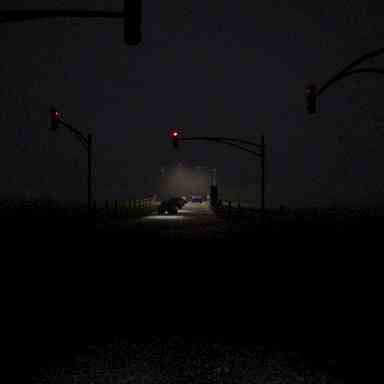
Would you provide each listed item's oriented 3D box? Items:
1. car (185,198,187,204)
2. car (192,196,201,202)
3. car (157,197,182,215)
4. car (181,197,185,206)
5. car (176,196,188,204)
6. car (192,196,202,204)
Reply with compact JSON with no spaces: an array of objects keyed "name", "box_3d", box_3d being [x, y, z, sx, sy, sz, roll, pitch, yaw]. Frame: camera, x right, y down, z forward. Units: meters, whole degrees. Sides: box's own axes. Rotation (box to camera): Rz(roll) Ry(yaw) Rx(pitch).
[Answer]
[{"name":"car","box_3d":[-2.104,1.560,53.794,2.033,1.411,5.357,0,0,1]},{"name":"car","box_3d":[1.090,1.617,75.940,1.895,1.301,4.718,0,0,1]},{"name":"car","box_3d":[-2.402,1.553,34.169,2.033,1.411,5.357,0,0,0]},{"name":"car","box_3d":[-2.251,1.514,43.946,1.837,1.490,4.892,0,0,1]},{"name":"car","box_3d":[-1.903,1.581,63.799,1.994,1.385,4.181,0,0,2]},{"name":"car","box_3d":[1.029,1.495,65.906,1.882,1.535,5.008,0,0,1]}]
